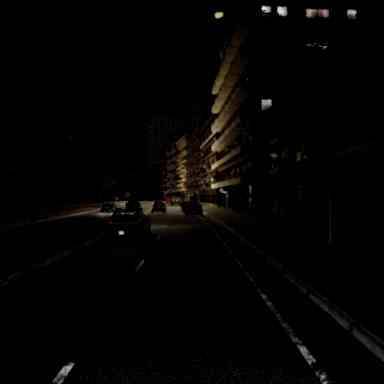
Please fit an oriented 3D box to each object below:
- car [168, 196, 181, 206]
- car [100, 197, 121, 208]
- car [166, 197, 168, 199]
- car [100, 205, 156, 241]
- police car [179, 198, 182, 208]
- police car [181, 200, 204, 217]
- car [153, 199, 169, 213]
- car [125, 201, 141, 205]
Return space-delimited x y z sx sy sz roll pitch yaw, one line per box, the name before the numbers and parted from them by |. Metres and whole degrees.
car | -3.373 1.902 70.529 2.150 2.045 5.566 0 -1 -6
car | -11.259 1.742 46.320 2.150 2.045 5.566 0 -1 -3
car | -6.015 2.183 92.893 2.150 2.045 5.566 0 -1 -8
car | -3.333 1.689 17.834 2.128 1.511 4.902 0 -1 -1
police car | -0.419 1.942 46.238 1.930 1.638 5.238 0 -1 -4
police car | 0.155 1.828 36.168 1.930 1.638 5.238 0 -1 -3
car | -4.483 2.053 45.301 2.033 1.411 5.357 0 -1 -4
car | -7.930 1.980 45.038 1.882 1.535 5.008 0 -1 -3
